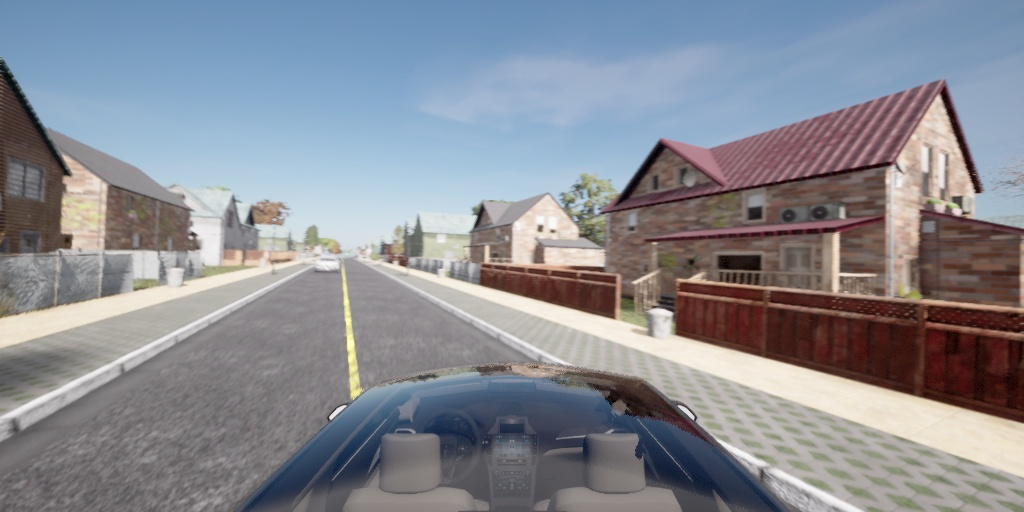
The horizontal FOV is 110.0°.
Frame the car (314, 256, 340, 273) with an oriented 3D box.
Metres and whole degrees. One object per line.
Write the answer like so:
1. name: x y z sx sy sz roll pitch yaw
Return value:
1. car: -17.050 0.768 33.219 1.812 1.442 4.674 2 0 -26
